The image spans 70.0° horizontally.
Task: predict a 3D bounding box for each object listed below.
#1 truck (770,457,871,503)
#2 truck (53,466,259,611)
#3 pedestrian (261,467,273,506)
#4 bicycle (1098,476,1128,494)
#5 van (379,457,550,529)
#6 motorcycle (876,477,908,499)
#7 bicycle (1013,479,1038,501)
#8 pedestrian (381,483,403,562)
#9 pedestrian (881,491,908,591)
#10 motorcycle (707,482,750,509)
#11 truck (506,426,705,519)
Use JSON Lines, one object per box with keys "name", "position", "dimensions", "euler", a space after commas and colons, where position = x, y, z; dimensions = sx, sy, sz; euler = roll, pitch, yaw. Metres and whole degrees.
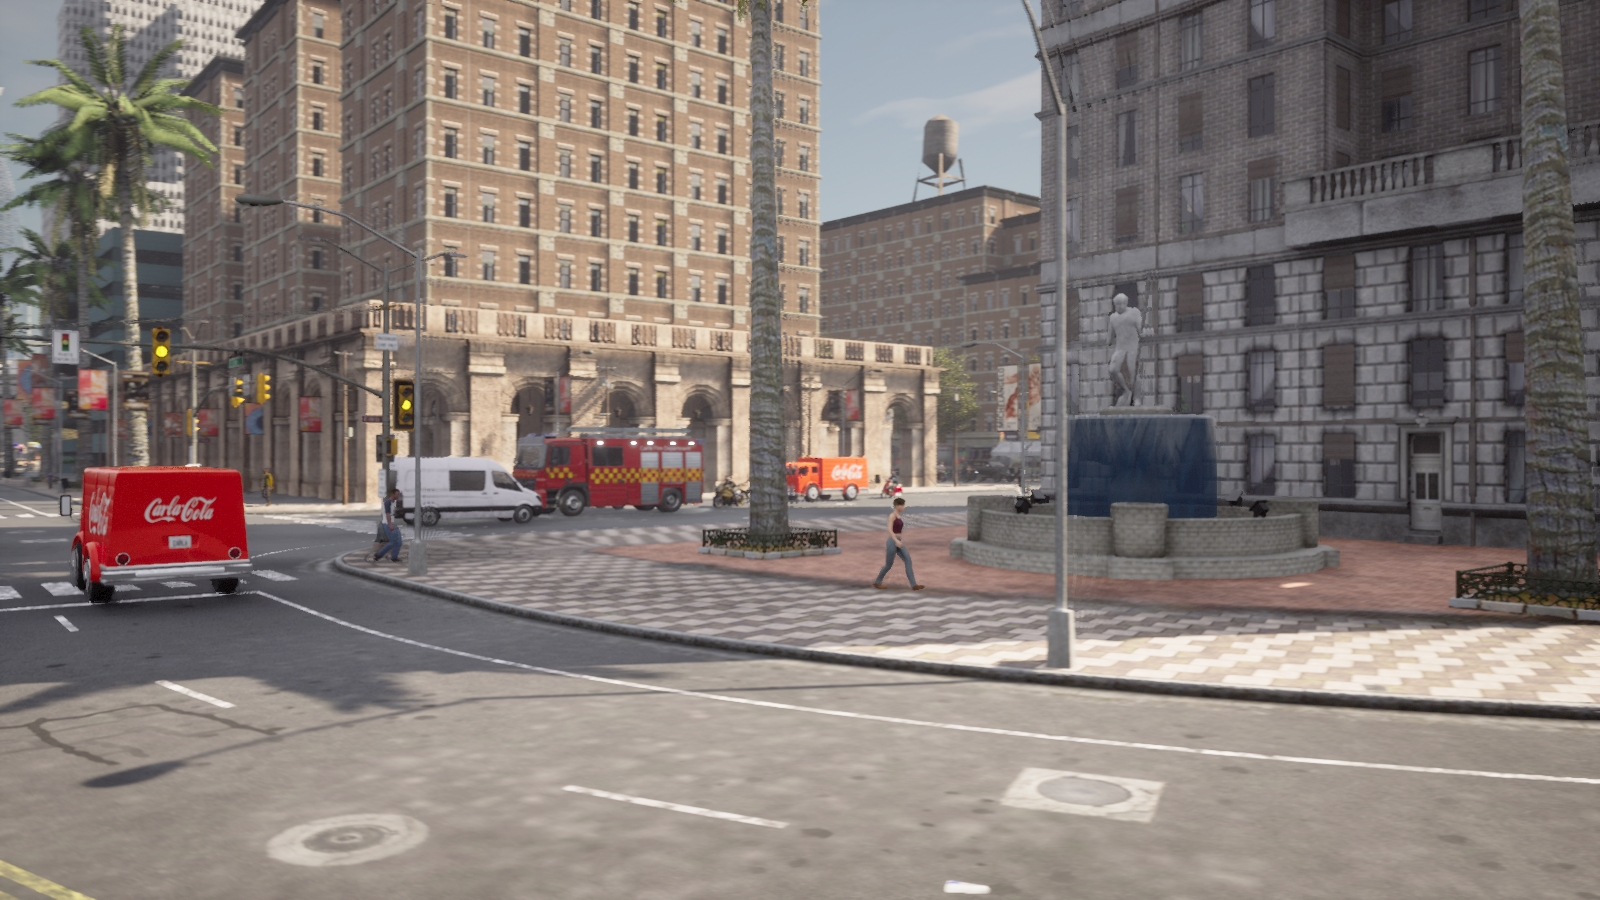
{"name": "truck", "position": [1.180, 1.624, 63.923], "dimensions": [5.204, 2.467, 2.627], "euler": [0, 0, -39]}
{"name": "truck", "position": [-12.893, 1.580, 22.695], "dimensions": [2.627, 2.467, 5.204], "euler": [0, 0, -40]}
{"name": "pedestrian", "position": [-25.261, 1.735, 54.149], "dimensions": [0.375, 1.860, 0.375], "euler": [0, 0, -43]}
{"name": "bicycle", "position": [20.560, 2.304, 75.089], "dimensions": [1.835, 1.171, 0.329], "euler": [0, -7, -8]}
{"name": "van", "position": [-12.733, 1.568, 43.606], "dimensions": [5.915, 2.561, 1.988], "euler": [0, 0, -37]}
{"name": "motorcycle", "position": [5.439, 2.242, 67.453], "dimensions": [1.805, 1.236, 0.856], "euler": [0, 0, -40]}
{"name": "bicycle", "position": [12.713, 2.270, 64.359], "dimensions": [1.835, 1.171, 0.329], "euler": [0, 0, -40]}
{"name": "pedestrian", "position": [-9.695, 1.717, 27.153], "dimensions": [0.375, 1.860, 0.375], "euler": [0, 0, 2]}
{"name": "pedestrian", "position": [1.797, 1.716, 21.624], "dimensions": [0.375, 1.860, 0.375], "euler": [0, 0, 34]}
{"name": "motorcycle", "position": [-3.546, 2.253, 56.849], "dimensions": [0.867, 1.251, 2.209], "euler": [0, 0, 39]}
{"name": "truck", "position": [-8.558, 0.931, 51.079], "dimensions": [8.468, 3.827, 2.891], "euler": [0, 0, -39]}
